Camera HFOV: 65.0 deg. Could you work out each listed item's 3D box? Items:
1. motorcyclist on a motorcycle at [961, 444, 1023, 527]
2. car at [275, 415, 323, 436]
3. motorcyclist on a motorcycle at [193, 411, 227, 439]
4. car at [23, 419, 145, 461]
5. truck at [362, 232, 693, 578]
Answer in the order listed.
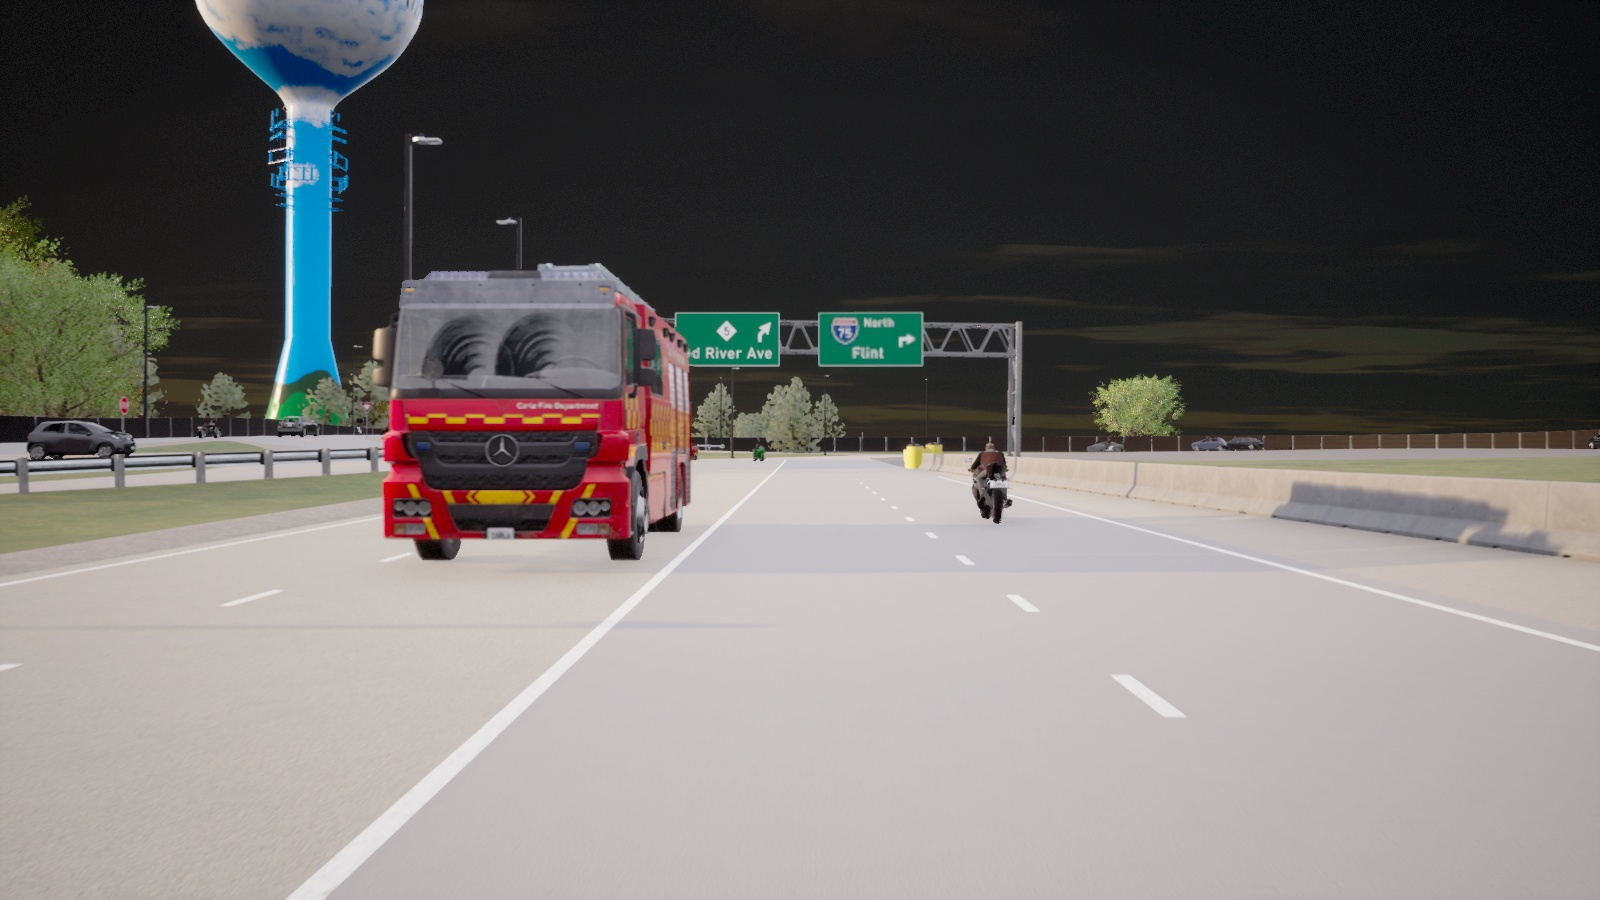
[{"bbox_3d":[3.654,0.647,24.093,0.866,1.530,2.191,0,0,0],"label":"motorcyclist on a motorcycle"},{"bbox_3d":[-35.907,-1.781,90.064,1.970,1.475,3.806,0,1,-1],"label":"car"},{"bbox_3d":[-36.042,-1.533,76.780,0.766,1.649,2.350,0,1,6],"label":"motorcyclist on a motorcycle"},{"bbox_3d":[-27.662,-0.402,48.623,3.633,1.501,1.845,-1,3,-5],"label":"car"},{"bbox_3d":[-3.379,-0.524,18.137,2.891,3.827,8.468,0,0,0],"label":"truck"}]
